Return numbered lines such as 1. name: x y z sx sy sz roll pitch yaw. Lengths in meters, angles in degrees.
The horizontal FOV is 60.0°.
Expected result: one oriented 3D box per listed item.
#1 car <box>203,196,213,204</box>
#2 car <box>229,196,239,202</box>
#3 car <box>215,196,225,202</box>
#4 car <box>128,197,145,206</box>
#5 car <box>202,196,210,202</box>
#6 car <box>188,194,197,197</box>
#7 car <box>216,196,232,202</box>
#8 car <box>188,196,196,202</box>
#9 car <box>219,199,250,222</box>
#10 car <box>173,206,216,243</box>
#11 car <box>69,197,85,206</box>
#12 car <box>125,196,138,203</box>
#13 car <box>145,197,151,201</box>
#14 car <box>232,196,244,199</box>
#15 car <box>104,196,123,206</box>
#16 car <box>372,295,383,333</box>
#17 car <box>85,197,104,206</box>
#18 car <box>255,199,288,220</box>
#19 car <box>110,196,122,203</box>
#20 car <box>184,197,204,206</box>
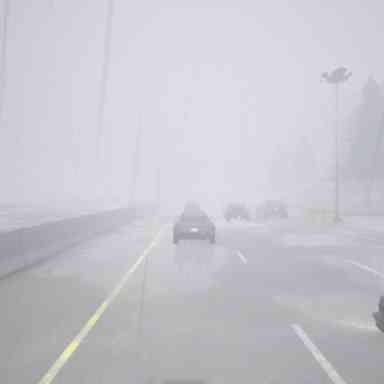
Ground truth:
1. car: 3.498 1.882 73.332 1.895 1.301 4.718 0 0 0
2. car: 10.497 1.721 83.339 1.994 1.385 4.181 0 0 0
3. car: 6.997 1.763 83.369 1.895 1.301 4.718 0 0 0
4. car: -10.525 1.744 61.131 2.128 1.511 4.902 0 0 1
5. car: 3.497 1.671 83.396 1.837 1.490 4.892 0 0 0
6. car: -0.002 1.510 72.950 2.150 2.045 5.566 0 0 0
7. car: 6.998 1.643 73.234 2.097 1.767 4.553 0 0 0
8. car: -0.003 1.670 83.396 1.837 1.490 4.892 0 0 0
9. car: 3.599 1.617 27.782 1.837 1.490 4.892 0 0 0
10. car: 0.100 1.631 16.573 1.994 1.385 4.181 0 0 0
11. car: -21.015 1.749 61.108 2.128 1.511 4.902 0 0 0
12. car: -14.002 1.818 76.896 2.128 1.511 4.902 0 0 0
13. car: -10.502 1.817 76.896 1.812 1.442 4.674 0 0 0
14. car: 10.498 1.811 72.919 2.128 1.511 4.902 0 0 0
15. car: -14.020 1.746 61.120 2.128 1.511 4.902 0 0 1
16. car: 3.600 1.558 2.474 2.033 1.411 5.357 0 0 0
17. car: -17.518 1.722 61.114 1.882 1.535 5.008 0 0 0
18. car: 7.099 1.473 30.004 2.097 1.767 4.553 0 0 0
19. car: -17.502 1.793 76.896 1.837 1.490 4.892 0 0 0
20. car: 0.101 1.656 37.735 1.837 1.490 4.892 0 -1 0
